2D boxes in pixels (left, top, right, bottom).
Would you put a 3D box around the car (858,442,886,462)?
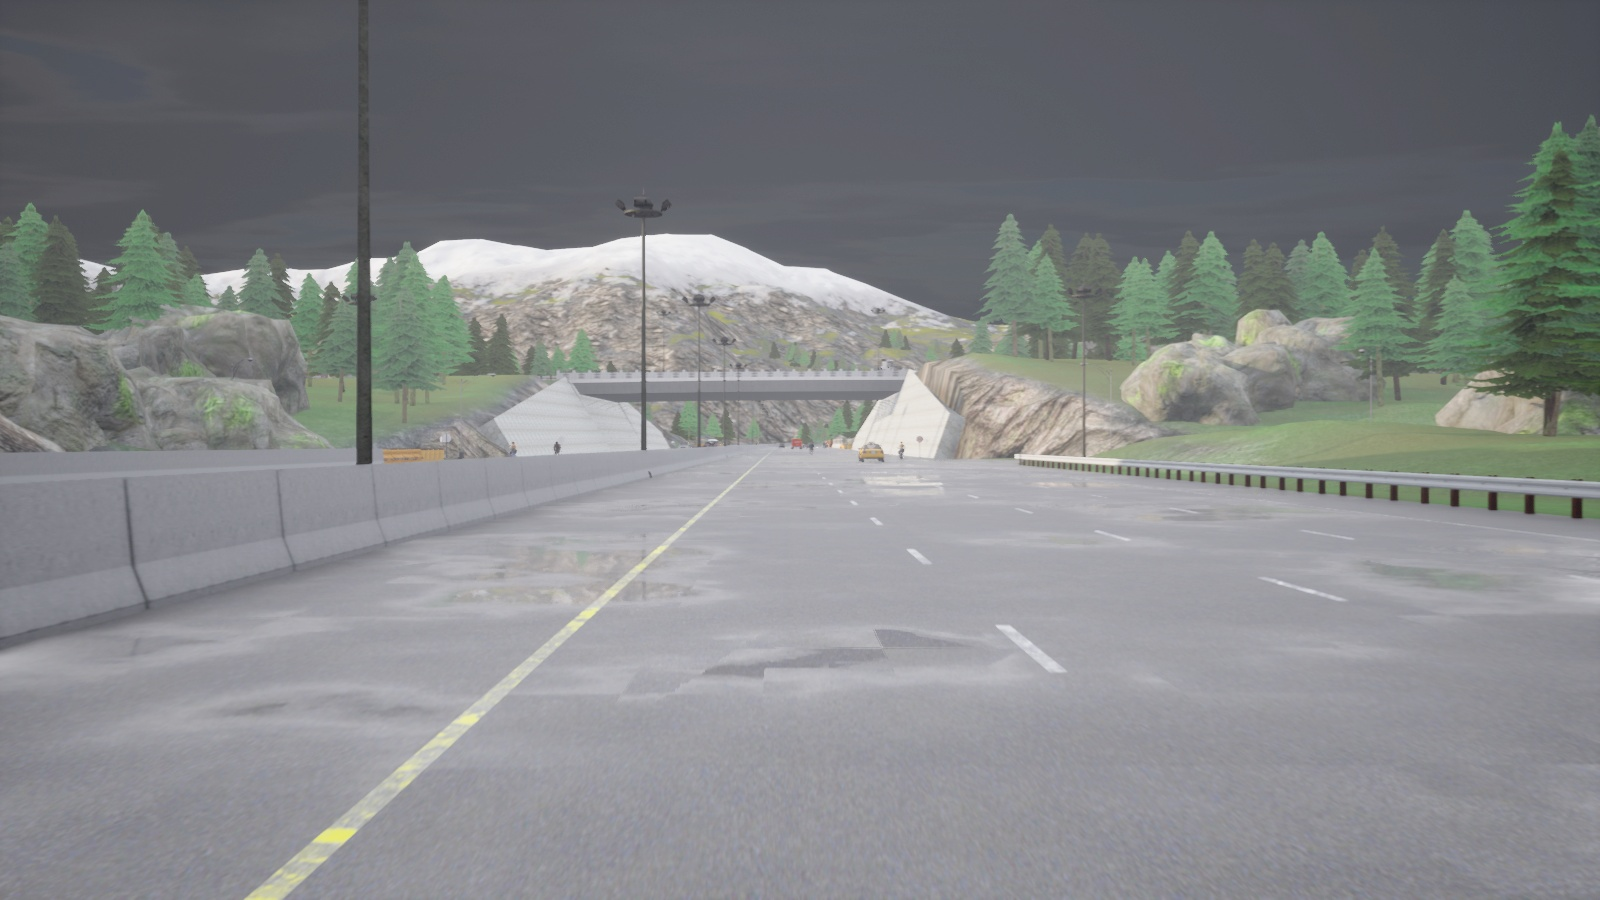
[{"bbox_3d":[5.603,0.133,98.492,1.801,1.575,5.366,0,0,-1],"label":"car"}]
